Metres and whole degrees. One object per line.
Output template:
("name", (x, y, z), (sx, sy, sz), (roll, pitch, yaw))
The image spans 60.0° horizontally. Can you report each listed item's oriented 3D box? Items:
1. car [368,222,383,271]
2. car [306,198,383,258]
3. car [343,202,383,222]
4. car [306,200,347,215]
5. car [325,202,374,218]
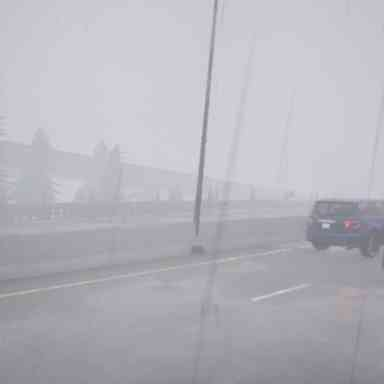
("car", (7.238, 1.568, 9.101), (5.357, 1.411, 2.033), (0, 0, -36))
("car", (6.813, 1.261, 13.136), (5.566, 2.045, 2.150), (0, 0, -36))
("car", (14.880, 1.588, 27.977), (4.892, 1.490, 1.837), (1, -1, -36))
("car", (14.872, 1.691, 36.616), (4.892, 1.490, 1.837), (2, -1, -36))
("car", (15.593, 1.683, 32.819), (5.357, 1.411, 2.033), (1, -1, -36))
